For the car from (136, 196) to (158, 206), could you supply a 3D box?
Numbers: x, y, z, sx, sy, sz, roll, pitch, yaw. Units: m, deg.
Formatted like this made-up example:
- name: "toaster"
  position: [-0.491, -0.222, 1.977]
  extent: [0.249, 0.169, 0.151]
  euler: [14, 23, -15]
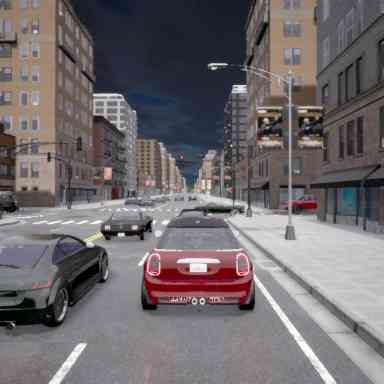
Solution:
- name: "car"
  position: [-6.476, 1.557, 48.450]
  extent: [1.994, 1.385, 4.181]
  euler: [0, 0, 0]

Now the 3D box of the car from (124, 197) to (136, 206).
- name: "car"
  position: [-9.710, 1.538, 54.095]
  extent: [2.033, 1.411, 5.357]
  euler: [0, 0, 0]

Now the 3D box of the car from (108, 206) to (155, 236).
- name: "car"
  position: [-3.109, 1.600, 16.899]
  extent: [1.895, 1.301, 4.718]
  euler: [0, 0, 0]

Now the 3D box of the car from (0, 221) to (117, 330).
- name: "car"
  position: [-3.133, 1.564, 7.030]
  extent: [1.994, 1.385, 4.181]
  euler: [0, 0, 0]

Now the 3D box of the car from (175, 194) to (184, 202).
- name: "car"
  position: [-3.055, 1.530, 78.290]
  extent: [1.994, 1.385, 4.181]
  euler: [0, 0, 0]

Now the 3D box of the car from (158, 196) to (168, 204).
- name: "car"
  position: [-6.378, 1.550, 65.325]
  extent: [1.994, 1.385, 4.181]
  euler: [0, 0, 1]

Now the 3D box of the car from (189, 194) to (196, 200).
- name: "car"
  position: [0.220, 1.370, 88.285]
  extent: [1.812, 1.442, 4.674]
  euler: [0, 0, 0]

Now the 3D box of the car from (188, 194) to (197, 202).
- name: "car"
  position: [0.195, 1.333, 78.252]
  extent: [2.097, 1.767, 4.553]
  euler: [0, 0, 0]

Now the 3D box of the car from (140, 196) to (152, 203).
- name: "car"
  position: [-9.578, 1.536, 69.165]
  extent: [1.994, 1.385, 4.181]
  euler: [0, 0, 0]

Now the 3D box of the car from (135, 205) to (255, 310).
- name: "car"
  position: [0.119, 1.352, 7.960]
  extent: [2.097, 1.767, 4.553]
  euler: [0, 0, 0]

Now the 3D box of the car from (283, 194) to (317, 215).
- name: "car"
  position: [12.351, 1.256, 34.476]
  extent: [5.566, 2.045, 2.150]
  euler: [0, 0, 0]

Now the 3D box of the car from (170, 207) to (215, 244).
- name: "car"
  position: [0.051, 1.563, 16.663]
  extent: [1.994, 1.385, 4.181]
  euler: [0, 0, 1]

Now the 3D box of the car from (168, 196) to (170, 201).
- name: "car"
  position: [-6.302, 1.530, 79.687]
  extent: [1.994, 1.385, 4.181]
  euler: [0, 0, 0]

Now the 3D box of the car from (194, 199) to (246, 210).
- name: "car"
  position: [2.770, 1.600, 32.149]
  extent: [4.718, 1.301, 1.895]
  euler: [0, 0, 16]

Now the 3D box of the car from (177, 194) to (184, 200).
- name: "car"
  position: [-3.030, 1.370, 88.293]
  extent: [1.812, 1.442, 4.674]
  euler: [0, 0, 0]

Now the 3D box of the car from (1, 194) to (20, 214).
- name: "car"
  position: [-20.533, 1.221, 33.950]
  extent: [5.566, 2.045, 2.150]
  euler: [0, 0, 4]
